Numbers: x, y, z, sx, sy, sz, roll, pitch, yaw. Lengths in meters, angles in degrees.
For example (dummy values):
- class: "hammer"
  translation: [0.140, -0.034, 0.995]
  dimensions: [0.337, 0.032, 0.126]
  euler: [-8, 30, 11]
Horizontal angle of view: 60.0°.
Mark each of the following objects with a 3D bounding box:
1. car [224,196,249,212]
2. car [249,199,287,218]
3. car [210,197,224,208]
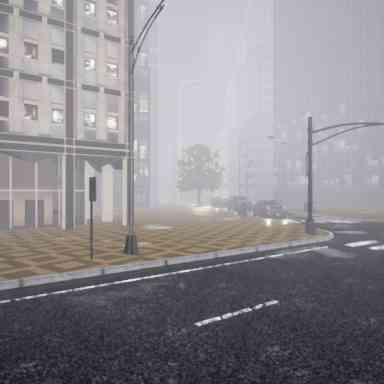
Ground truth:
- class: "car"
  translation: [6.187, 1.481, 43.282]
  dimensions: [2.150, 2.045, 5.566]
  euler: [0, -1, -8]
- class: "car"
  translation: [7.582, 1.528, 32.686]
  dimensions: [2.097, 1.767, 4.553]
  euler: [0, 0, -8]
- class: "car"
  translation: [4.502, 1.962, 56.235]
  dimensions: [1.895, 1.301, 4.718]
  euler: [0, 0, -7]
